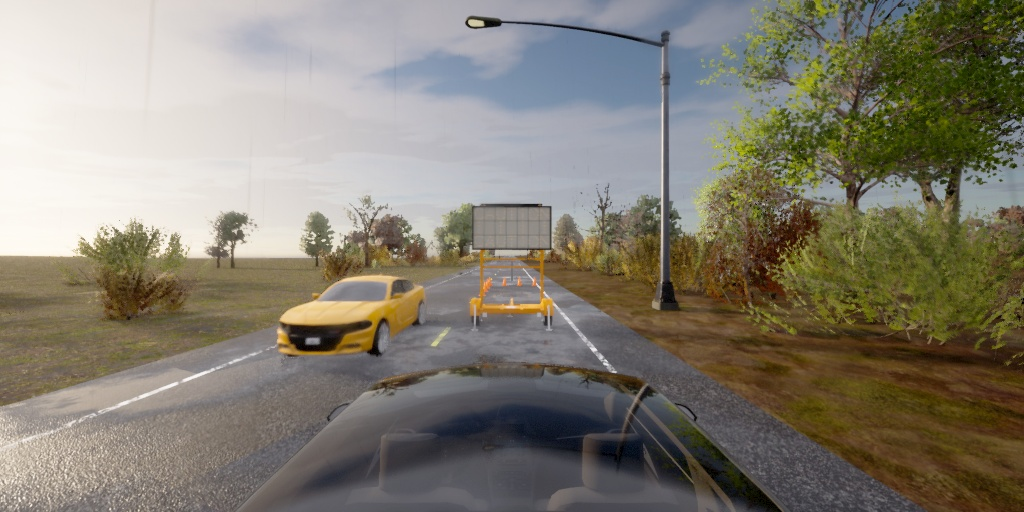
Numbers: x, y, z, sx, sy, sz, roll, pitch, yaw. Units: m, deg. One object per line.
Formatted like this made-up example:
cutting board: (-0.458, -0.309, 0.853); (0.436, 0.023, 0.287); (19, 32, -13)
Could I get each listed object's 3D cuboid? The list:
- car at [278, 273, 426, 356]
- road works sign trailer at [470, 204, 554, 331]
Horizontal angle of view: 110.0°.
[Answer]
car: (-3.503, 1.227, 8.802); (1.882, 1.535, 5.008); (0, 0, 0)
road works sign trailer: (-0.003, 0.214, 10.994); (2.380, 3.560, 2.880); (0, 0, 0)
